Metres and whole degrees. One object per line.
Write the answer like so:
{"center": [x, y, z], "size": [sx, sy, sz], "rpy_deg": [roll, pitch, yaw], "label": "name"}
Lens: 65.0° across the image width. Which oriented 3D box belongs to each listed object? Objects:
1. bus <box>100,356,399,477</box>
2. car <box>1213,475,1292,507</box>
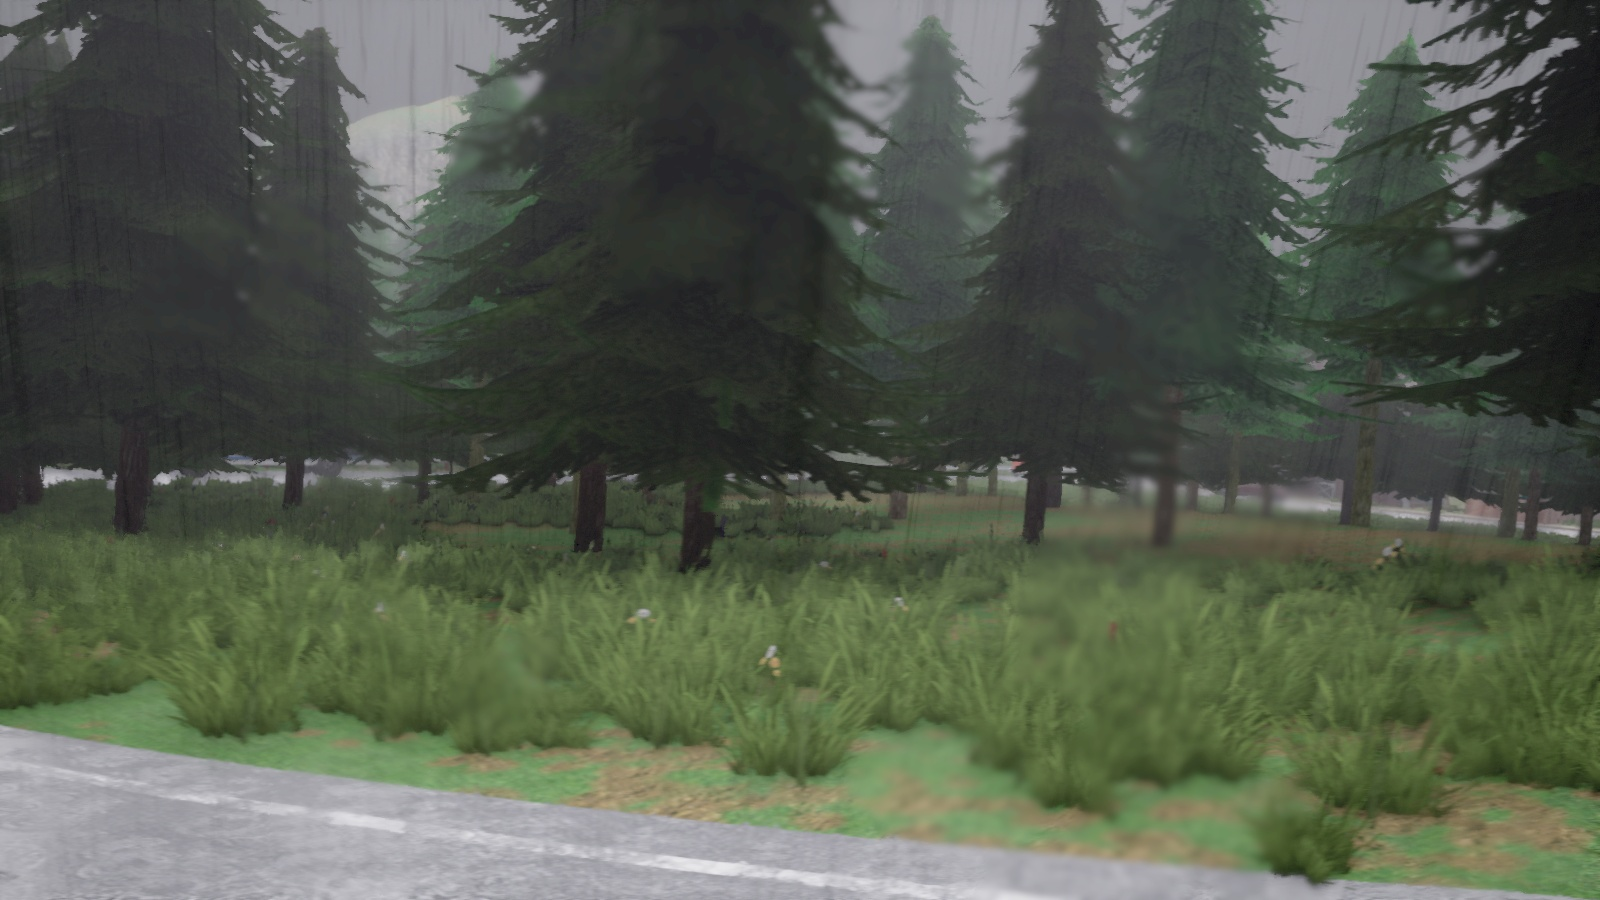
{"center": [-22.265, -1.236, 51.462], "size": [3.944, 4.253, 10.273], "rpy_deg": [6, 3, 41], "label": "bus"}
{"center": [31.298, 2.821, 86.835], "size": [4.553, 1.767, 2.097], "rpy_deg": [6, 3, 41], "label": "car"}
